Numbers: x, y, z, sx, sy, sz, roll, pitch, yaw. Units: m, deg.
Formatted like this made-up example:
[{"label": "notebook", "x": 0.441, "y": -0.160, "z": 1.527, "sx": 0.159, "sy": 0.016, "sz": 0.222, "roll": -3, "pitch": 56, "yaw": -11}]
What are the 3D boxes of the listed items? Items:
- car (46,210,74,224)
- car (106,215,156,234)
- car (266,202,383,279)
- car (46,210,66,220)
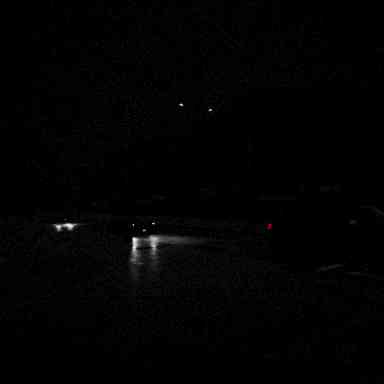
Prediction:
[{"label": "car", "x": -15.323, "y": 2.995, "z": 38.841, "sx": 1.994, "sy": 1.385, "sz": 4.181, "roll": 0, "pitch": -2, "yaw": -35}, {"label": "car", "x": -4.404, "y": 2.278, "z": 23.554, "sx": 1.895, "sy": 1.301, "sz": 4.718, "roll": 0, "pitch": -2, "yaw": -35}, {"label": "car", "x": 4.919, "y": 1.359, "z": 10.556, "sx": 2.150, "sy": 2.045, "sz": 5.566, "roll": 0, "pitch": -2, "yaw": -36}, {"label": "car", "x": -21.534, "y": 3.597, "z": 52.478, "sx": 1.994, "sy": 1.385, "sz": 4.181, "roll": 0, "pitch": -2, "yaw": -36}]
